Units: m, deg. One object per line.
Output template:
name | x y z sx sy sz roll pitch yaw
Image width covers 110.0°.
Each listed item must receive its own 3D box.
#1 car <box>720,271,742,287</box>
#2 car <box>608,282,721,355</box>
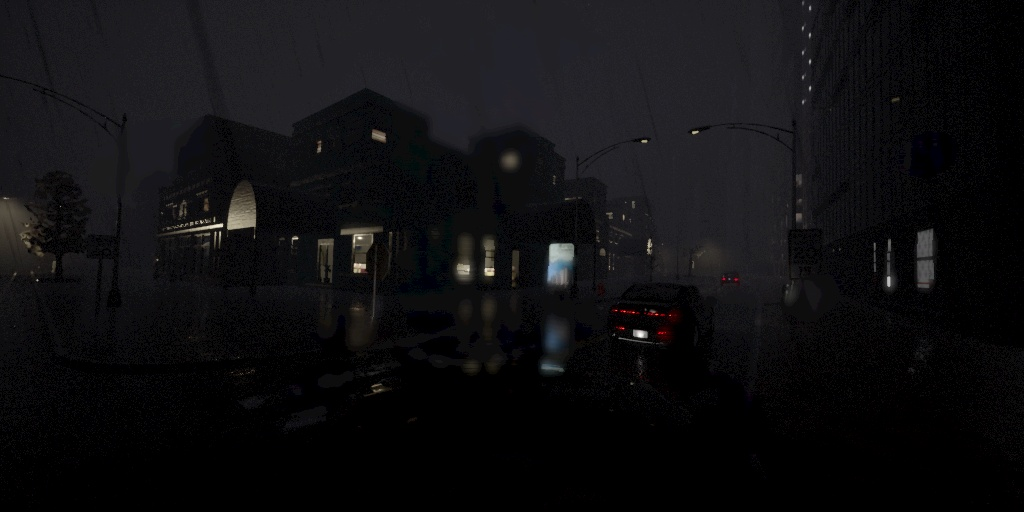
car | 23.097 2.420 37.822 2.033 1.411 5.357 0 -1 32
car | 4.069 1.431 9.392 1.837 1.490 4.892 0 -2 36
